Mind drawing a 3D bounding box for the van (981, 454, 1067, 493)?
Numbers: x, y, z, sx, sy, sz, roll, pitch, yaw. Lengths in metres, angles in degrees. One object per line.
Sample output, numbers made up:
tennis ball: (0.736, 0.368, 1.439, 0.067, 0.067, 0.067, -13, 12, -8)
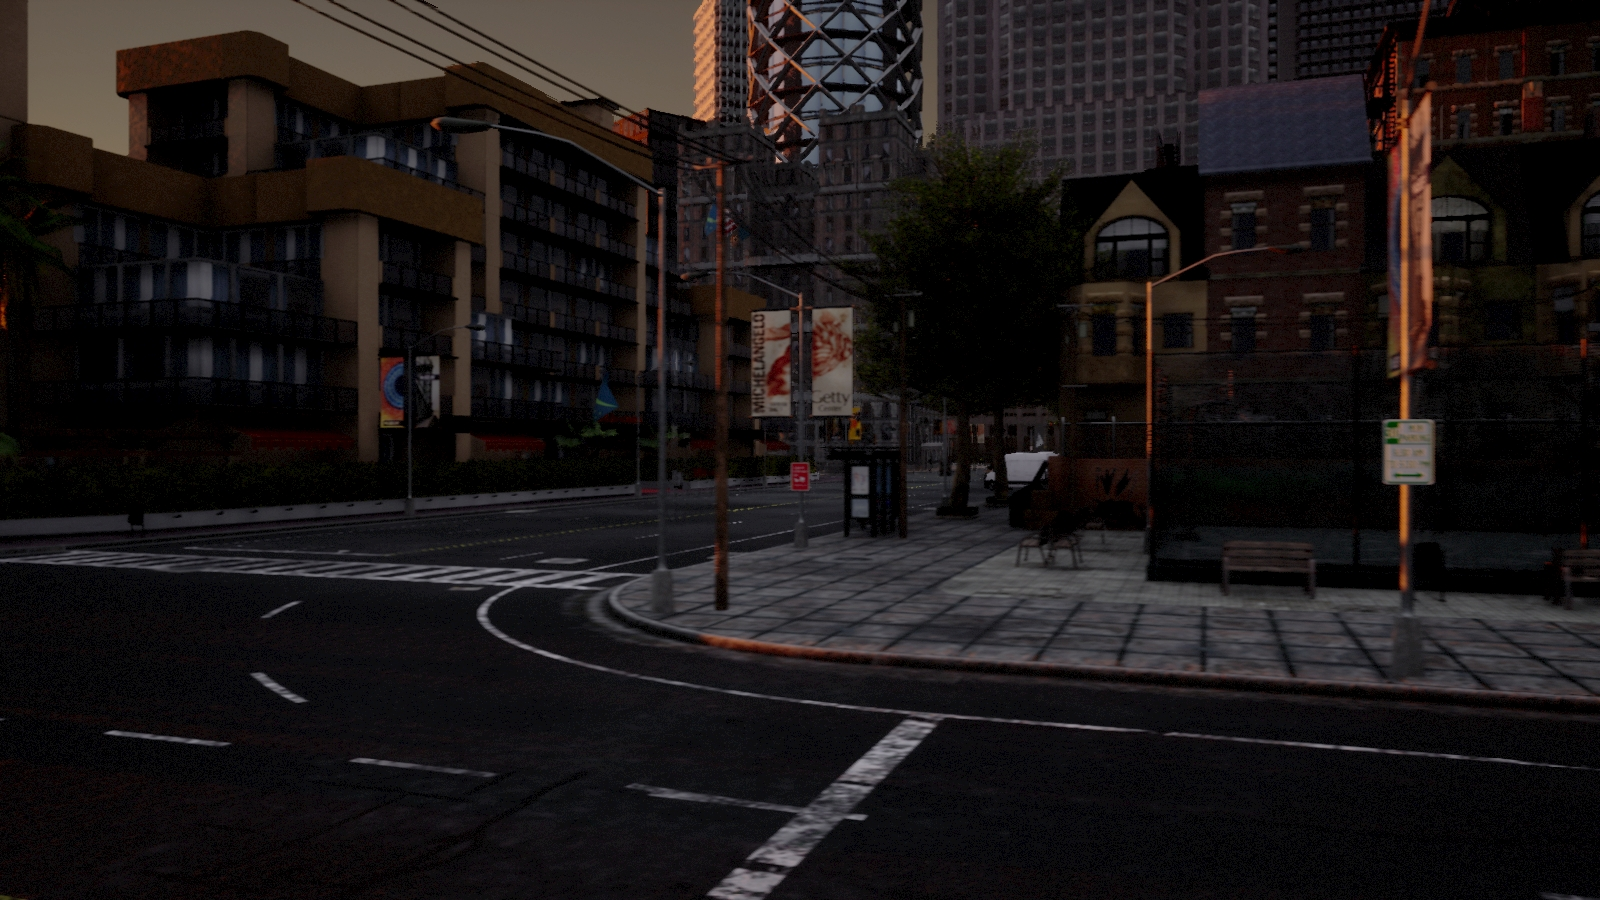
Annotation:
van: (15.076, 1.535, 77.259, 1.988, 2.561, 5.915, 0, 0, -37)
